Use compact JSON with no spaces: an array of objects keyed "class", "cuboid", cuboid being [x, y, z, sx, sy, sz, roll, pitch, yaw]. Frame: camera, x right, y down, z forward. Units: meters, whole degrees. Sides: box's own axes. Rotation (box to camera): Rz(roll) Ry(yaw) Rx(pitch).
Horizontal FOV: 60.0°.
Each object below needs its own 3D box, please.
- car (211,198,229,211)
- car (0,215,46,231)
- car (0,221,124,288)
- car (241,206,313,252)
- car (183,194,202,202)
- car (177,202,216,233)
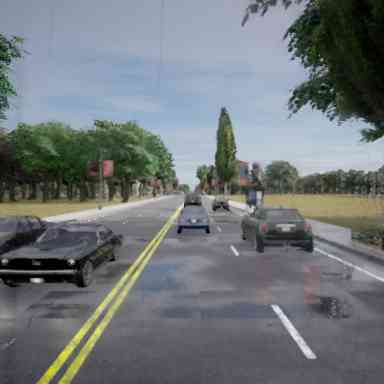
[{"class":"car","cuboid":[3.357,1.488,39.922,1.837,1.490,4.892,0,0,0]},{"class":"car","cuboid":[-6.551,1.537,11.849,2.033,1.411,5.357,0,0,0]},{"class":"car","cuboid":[-3.318,1.594,9.338,1.895,1.301,4.718,0,0,0]},{"class":"car","cuboid":[3.352,1.345,13.958,2.097,1.767,4.553,0,0,0]},{"class":"car","cuboid":[0.106,1.202,42.190,2.150,2.045,5.566,0,0,0]},{"class":"car","cuboid":[0.091,1.537,19.730,2.033,1.411,5.357,0,0,0]}]
